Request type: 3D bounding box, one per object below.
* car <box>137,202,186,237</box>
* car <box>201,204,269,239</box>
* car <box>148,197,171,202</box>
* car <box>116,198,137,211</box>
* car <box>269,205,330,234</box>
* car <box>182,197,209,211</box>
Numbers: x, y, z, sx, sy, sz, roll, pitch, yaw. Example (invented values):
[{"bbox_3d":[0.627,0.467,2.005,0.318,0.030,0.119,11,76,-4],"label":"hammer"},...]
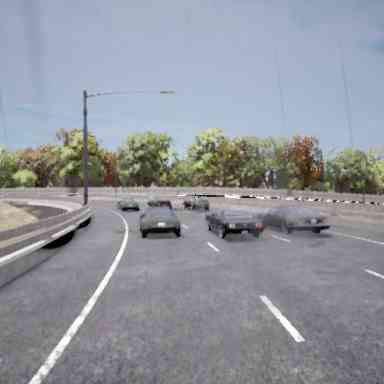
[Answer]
[{"bbox_3d":[-1.745,1.466,17.561,1.994,1.385,4.181,0,0,-10],"label":"car"},{"bbox_3d":[1.966,1.484,16.795,1.895,1.301,4.718,0,0,-9],"label":"car"},{"bbox_3d":[-3.816,1.266,38.052,1.882,1.535,5.008,0,1,-21],"label":"car"},{"bbox_3d":[-7.240,1.380,37.214,1.994,1.385,4.181,0,0,-21],"label":"car"},{"bbox_3d":[5.290,1.401,18.111,2.033,1.411,5.357,0,0,-10],"label":"car"},{"bbox_3d":[0.350,1.262,36.825,2.128,1.511,4.902,0,0,-19],"label":"car"}]
